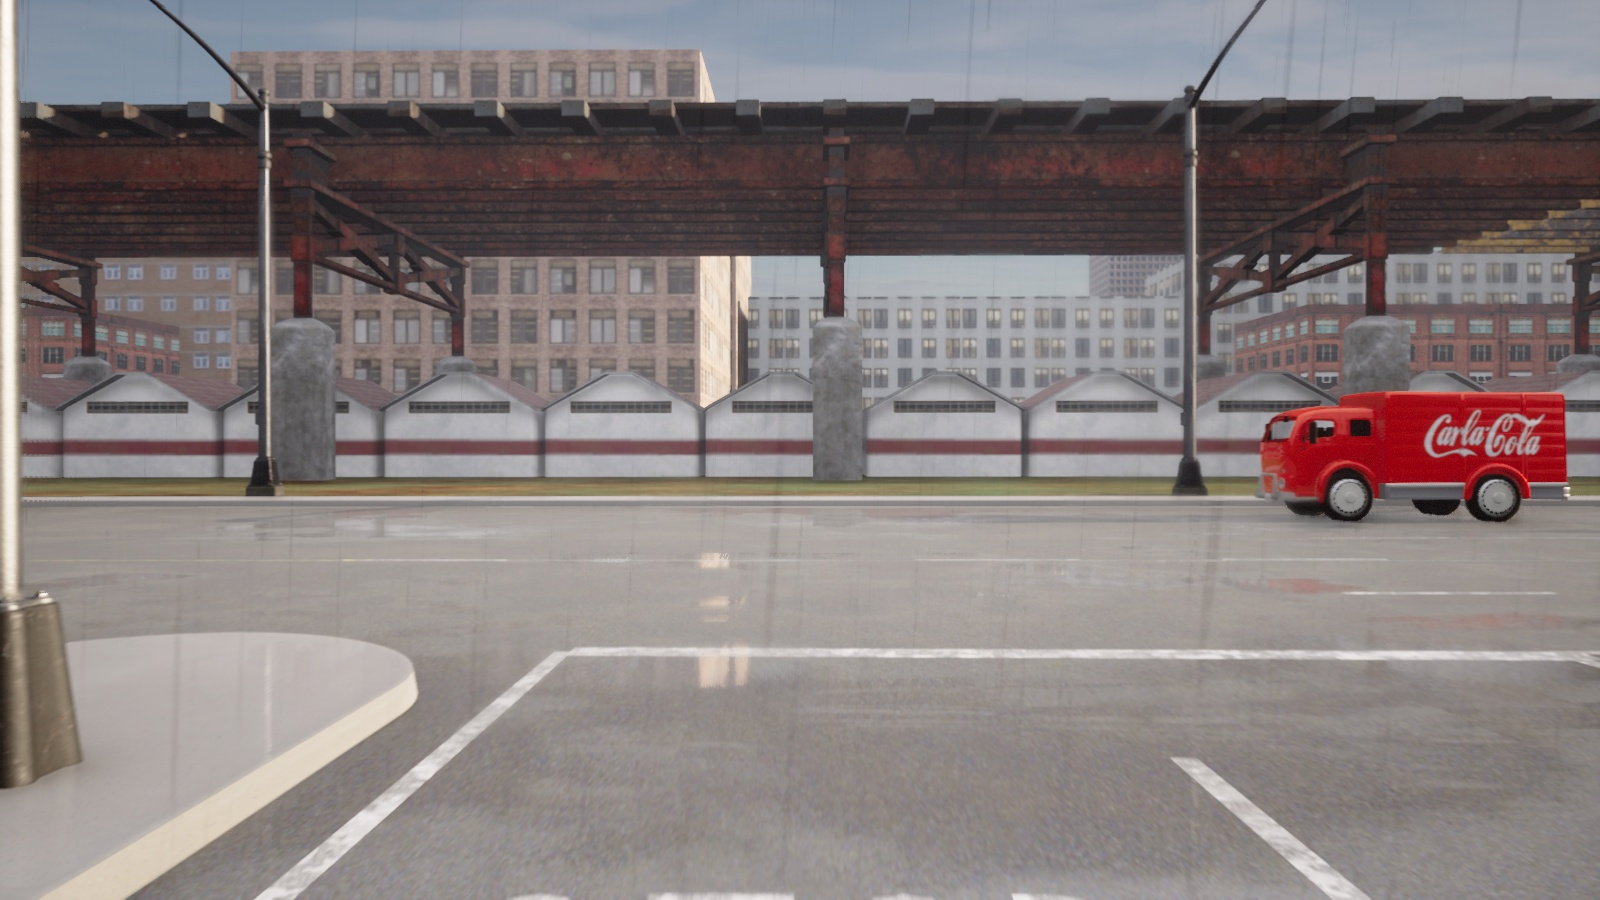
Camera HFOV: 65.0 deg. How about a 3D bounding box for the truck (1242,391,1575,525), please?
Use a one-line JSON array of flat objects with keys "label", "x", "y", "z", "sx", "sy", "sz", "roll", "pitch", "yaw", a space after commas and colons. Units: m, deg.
[{"label": "truck", "x": 11.670, "y": 0.131, "z": 24.457, "sx": 5.204, "sy": 2.467, "sz": 2.627, "roll": 0, "pitch": 0, "yaw": 1}]
